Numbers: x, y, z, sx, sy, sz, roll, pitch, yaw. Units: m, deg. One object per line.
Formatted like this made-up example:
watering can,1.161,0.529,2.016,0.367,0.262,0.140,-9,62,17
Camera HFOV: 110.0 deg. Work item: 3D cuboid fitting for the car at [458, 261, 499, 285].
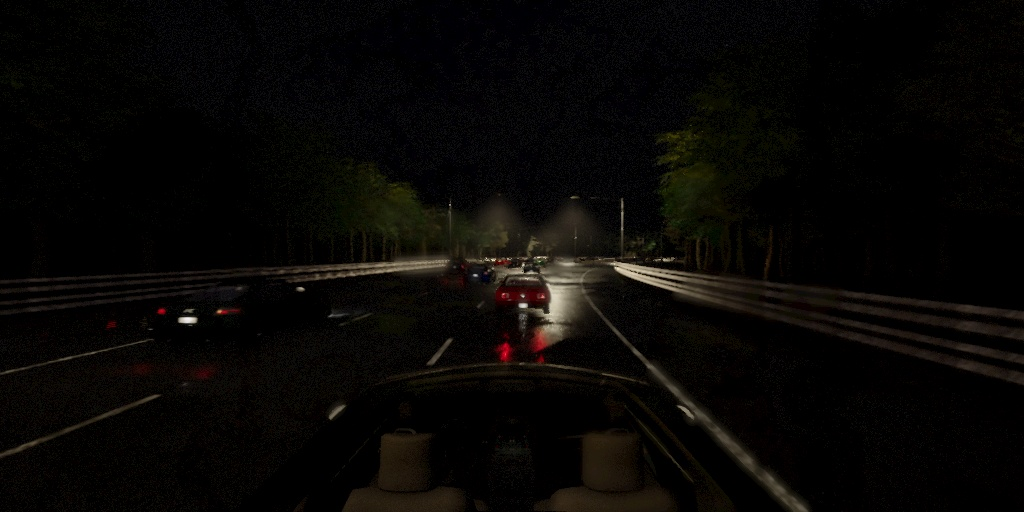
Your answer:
car,-2.328,1.307,26.357,1.994,1.385,4.181,0,0,4

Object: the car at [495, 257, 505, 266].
car,-1.778,1.006,64.585,2.097,1.767,4.553,0,0,9

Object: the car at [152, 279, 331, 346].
car,-6.611,1.295,9.381,1.994,1.385,4.181,0,0,2

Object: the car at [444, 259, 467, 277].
car,-5.160,1.066,35.569,2.097,1.767,4.553,0,0,5

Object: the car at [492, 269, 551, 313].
car,0.463,1.354,14.112,1.895,1.301,4.718,0,0,2

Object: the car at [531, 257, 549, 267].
car,4.924,1.024,62.478,2.097,1.767,4.553,0,0,8

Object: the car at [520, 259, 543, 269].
car,2.293,1.334,41.171,1.895,1.301,4.718,0,0,6

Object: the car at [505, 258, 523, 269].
car,0.603,1.209,56.339,1.812,1.442,4.674,0,0,8
